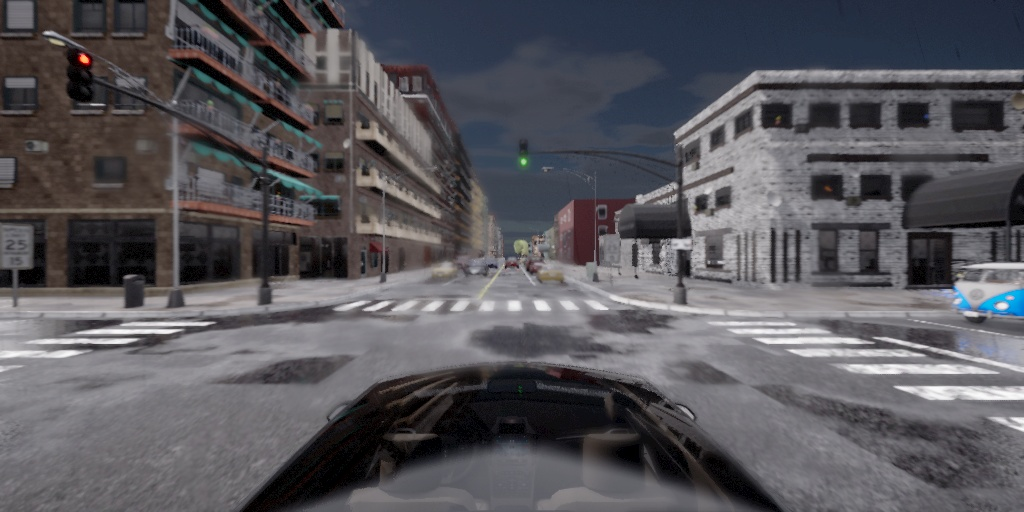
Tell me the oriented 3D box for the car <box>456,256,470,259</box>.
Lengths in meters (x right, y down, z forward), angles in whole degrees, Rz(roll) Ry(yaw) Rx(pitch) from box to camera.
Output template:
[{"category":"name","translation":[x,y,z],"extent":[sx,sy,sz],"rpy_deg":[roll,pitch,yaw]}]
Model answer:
[{"category":"car","translation":[-5.702,0.923,42.133],"extent":[2.192,1.841,5.009],"rpy_deg":[0,0,0]}]

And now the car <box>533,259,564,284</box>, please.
[{"category":"car","translation":[2.683,1.178,25.689],"extent":[1.751,1.417,4.829],"rpy_deg":[0,0,0]}]

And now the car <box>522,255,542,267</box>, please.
[{"category":"car","translation":[2.678,0.900,42.136],"extent":[2.192,1.841,5.009],"rpy_deg":[0,0,0]}]

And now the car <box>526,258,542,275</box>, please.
[{"category":"car","translation":[2.680,1.189,36.597],"extent":[1.802,1.307,4.207],"rpy_deg":[0,0,0]}]

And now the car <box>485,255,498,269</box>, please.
[{"category":"car","translation":[-3.052,0.922,50.554],"extent":[2.097,1.767,4.553],"rpy_deg":[0,0,0]}]

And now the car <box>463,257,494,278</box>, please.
[{"category":"car","translation":[-3.091,1.132,32.240],"extent":[2.128,1.511,4.902],"rpy_deg":[0,0,0]}]

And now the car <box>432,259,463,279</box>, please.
[{"category":"car","translation":[-5.700,1.178,30.885],"extent":[1.751,1.417,4.829],"rpy_deg":[0,0,0]}]

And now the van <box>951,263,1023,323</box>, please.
[{"category":"van","translation":[14.894,1.092,10.001],"extent":[3.998,1.789,1.690],"rpy_deg":[0,0,0]}]

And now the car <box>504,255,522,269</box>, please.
[{"category":"car","translation":[-0.018,0.909,51.872],"extent":[2.097,1.767,4.553],"rpy_deg":[0,0,0]}]
